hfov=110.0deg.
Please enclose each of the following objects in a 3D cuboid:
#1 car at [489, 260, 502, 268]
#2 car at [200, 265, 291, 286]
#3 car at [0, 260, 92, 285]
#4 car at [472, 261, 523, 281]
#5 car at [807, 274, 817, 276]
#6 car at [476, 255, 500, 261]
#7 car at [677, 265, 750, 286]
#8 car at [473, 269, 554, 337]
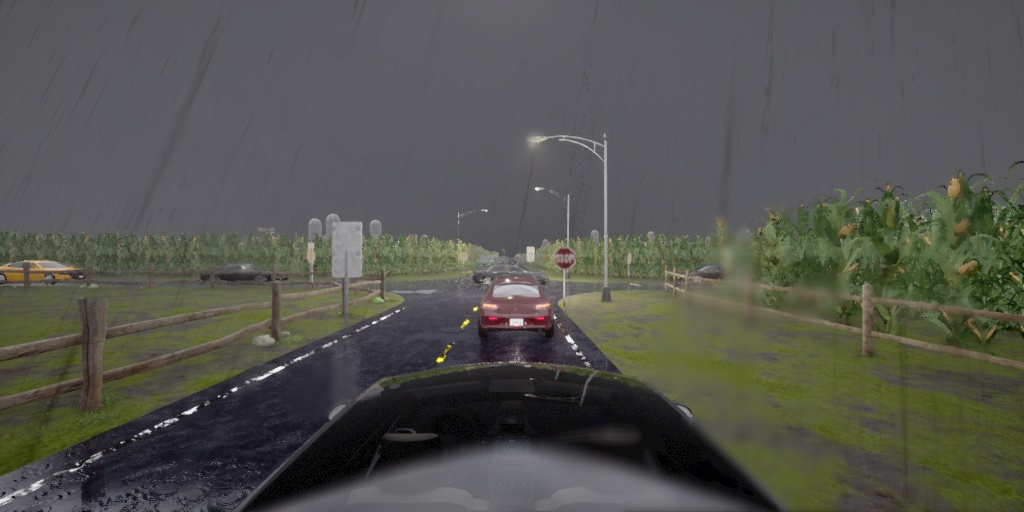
[{"bbox_3d":[-2.819,1.319,61.502,1.895,1.301,4.718,0,0,0],"label":"car"},{"bbox_3d":[-17.129,1.241,23.222,4.718,1.301,1.895,0,-1,1],"label":"car"},{"bbox_3d":[-30.519,1.046,23.362,5.008,1.535,1.882,1,-1,1],"label":"car"},{"bbox_3d":[-0.092,1.259,23.038,4.892,1.490,1.837,0,0,1],"label":"car"},{"bbox_3d":[24.476,1.155,25.755,5.566,2.045,2.150,0,-1,1],"label":"car"},{"bbox_3d":[-2.839,0.957,41.138,2.150,2.045,5.566,0,0,0],"label":"car"},{"bbox_3d":[14.457,1.369,25.854,4.892,1.490,1.837,0,-1,1],"label":"car"},{"bbox_3d":[0.099,1.276,10.111,1.812,1.442,4.674,0,0,0],"label":"car"}]
